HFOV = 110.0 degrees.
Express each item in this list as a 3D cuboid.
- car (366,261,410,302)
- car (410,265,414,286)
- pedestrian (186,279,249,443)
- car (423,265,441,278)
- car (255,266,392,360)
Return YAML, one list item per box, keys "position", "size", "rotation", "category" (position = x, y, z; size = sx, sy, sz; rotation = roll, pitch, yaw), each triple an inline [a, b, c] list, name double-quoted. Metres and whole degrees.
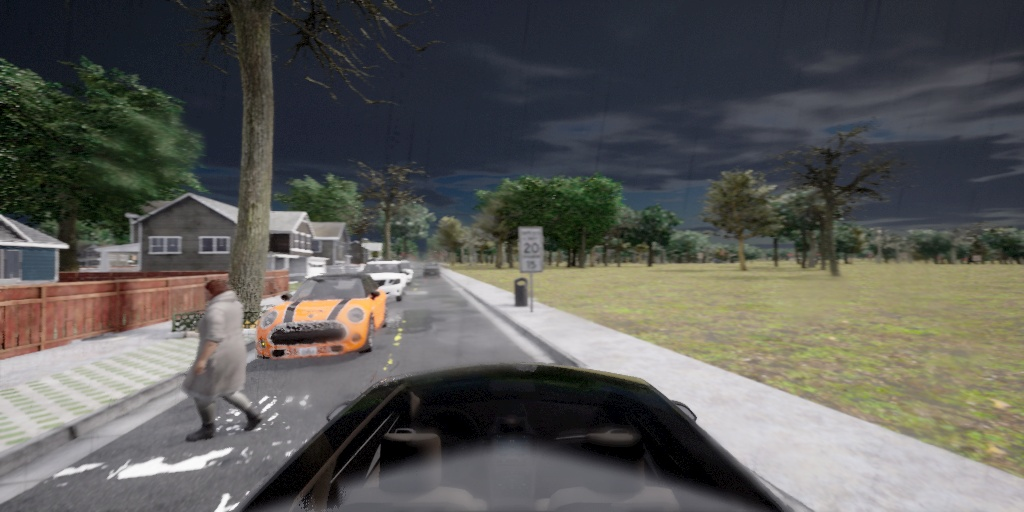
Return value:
- position: [-6.872, 1.275, 19.261]
  size: [2.150, 2.045, 5.566]
  rotation: [-1, -1, -13]
  category: "car"
- position: [-9.473, 1.435, 30.021]
  size: [2.150, 2.045, 5.566]
  rotation: [-1, -1, -13]
  category: "car"
- position: [-3.370, 1.120, 4.137]
  size: [0.375, 1.860, 0.375]
  rotation: [0, -2, -14]
  category: "pedestrian"
- position: [-9.654, 1.849, 43.288]
  size: [1.882, 1.535, 5.008]
  rotation: [-1, -1, -14]
  category: "car"
- position: [-4.394, 1.250, 8.986]
  size: [2.097, 1.767, 4.553]
  rotation: [-1, -1, -13]
  category: "car"
